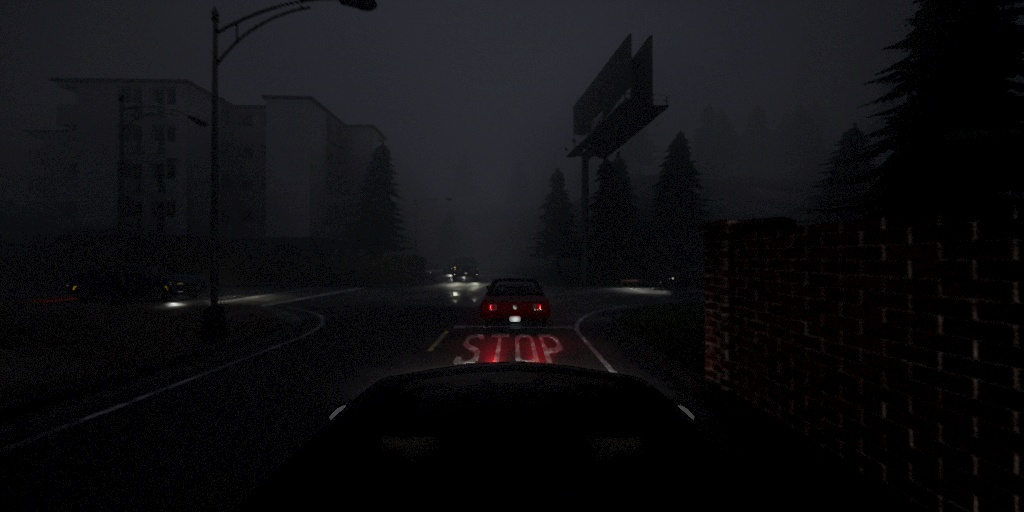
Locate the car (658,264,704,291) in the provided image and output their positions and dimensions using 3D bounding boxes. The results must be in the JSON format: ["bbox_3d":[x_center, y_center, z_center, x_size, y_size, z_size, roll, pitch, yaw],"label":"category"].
[{"bbox_3d":[10.536,1.158,19.822,4.674,1.442,1.812,0,0,-1],"label":"car"}]

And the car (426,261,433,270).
[{"bbox_3d":[-14.248,1.451,55.316,1.812,1.442,4.674,0,0,-42],"label":"car"}]

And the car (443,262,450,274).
[{"bbox_3d":[-6.965,1.391,43.111,1.837,1.490,4.892,0,-1,-23],"label":"car"}]

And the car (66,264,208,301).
[{"bbox_3d":[-16.158,1.098,15.635,5.008,1.535,1.882,0,0,0],"label":"car"}]

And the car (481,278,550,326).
[{"bbox_3d":[0.092,1.355,11.780,1.895,1.301,4.718,0,1,0],"label":"car"}]

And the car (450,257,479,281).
[{"bbox_3d":[-4.170,1.071,32.033,2.150,2.045,5.566,0,0,-8],"label":"car"}]
